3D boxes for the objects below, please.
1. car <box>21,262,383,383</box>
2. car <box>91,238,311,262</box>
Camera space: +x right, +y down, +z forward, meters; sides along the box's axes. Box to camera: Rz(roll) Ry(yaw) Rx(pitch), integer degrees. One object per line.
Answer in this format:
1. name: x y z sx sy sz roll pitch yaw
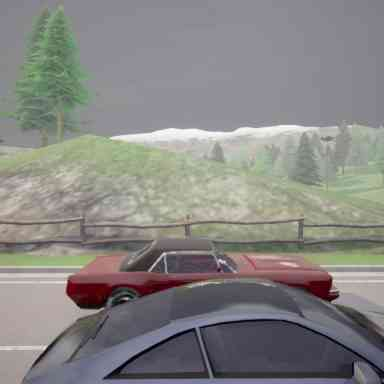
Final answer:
1. car: 0.706 1.564 2.980 4.181 1.385 1.994 0 0 -1
2. car: 0.220 1.601 6.473 4.718 1.301 1.895 0 0 -1
